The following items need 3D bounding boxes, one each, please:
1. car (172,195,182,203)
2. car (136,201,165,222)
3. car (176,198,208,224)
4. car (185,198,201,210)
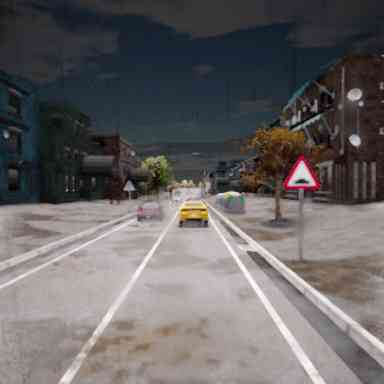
[{"bbox_3d":[-3.011,1.405,66.667,1.812,1.442,4.674,0,0,0],"label":"car"},{"bbox_3d":[-3.092,1.475,25.764,1.812,1.442,4.674,0,0,0],"label":"car"},{"bbox_3d":[0.094,1.390,23.548,1.882,1.535,5.008,0,-1,-1],"label":"car"},{"bbox_3d":[0.096,1.458,41.948,1.994,1.385,4.181,0,0,0],"label":"car"}]
